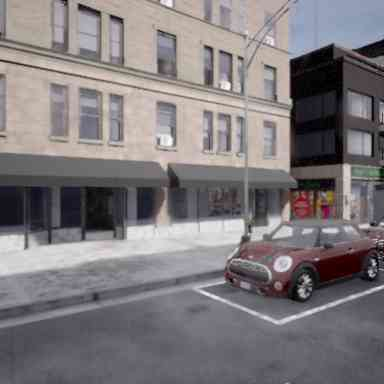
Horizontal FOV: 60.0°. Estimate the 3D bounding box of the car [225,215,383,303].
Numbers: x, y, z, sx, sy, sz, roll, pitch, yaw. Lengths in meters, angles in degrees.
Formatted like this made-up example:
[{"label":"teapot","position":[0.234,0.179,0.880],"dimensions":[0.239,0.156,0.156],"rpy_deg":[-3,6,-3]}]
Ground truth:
[{"label":"car","position":[2.745,1.430,8.138],"dimensions":[4.097,1.590,1.967],"rpy_deg":[0,0,-35]}]
